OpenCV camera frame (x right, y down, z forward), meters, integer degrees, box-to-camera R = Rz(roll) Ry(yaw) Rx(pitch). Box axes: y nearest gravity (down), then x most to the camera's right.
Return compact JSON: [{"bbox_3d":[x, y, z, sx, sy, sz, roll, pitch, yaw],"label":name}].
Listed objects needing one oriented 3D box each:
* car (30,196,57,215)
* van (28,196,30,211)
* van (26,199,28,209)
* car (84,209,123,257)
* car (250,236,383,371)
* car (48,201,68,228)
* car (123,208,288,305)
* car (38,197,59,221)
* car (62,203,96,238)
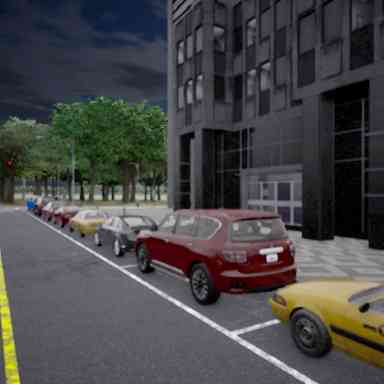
[{"bbox_3d":[-13.720,1.312,31.567,2.192,1.841,5.009,0,0,-31],"label":"car"},{"bbox_3d":[-16.517,1.339,36.230,1.690,1.788,3.998,0,0,-31],"label":"van"},{"bbox_3d":[-19.314,1.340,40.894,1.690,1.788,3.998,0,0,-31],"label":"van"},{"bbox_3d":[-2.532,1.547,12.915,2.008,1.369,4.403,0,0,-31],"label":"car"},{"bbox_3d":[2.974,1.524,3.734,1.752,1.417,4.829,0,0,-31],"label":"car"},{"bbox_3d":[-8.126,1.541,22.241,1.887,1.381,4.507,0,0,-31],"label":"car"},{"bbox_3d":[0.264,1.312,8.252,2.192,1.841,5.009,0,0,-31],"label":"car"},{"bbox_3d":[-10.923,1.436,26.904,1.967,1.590,4.097,0,0,-31],"label":"car"},{"bbox_3d":[-5.416,1.521,17.724,1.752,1.417,4.829,0,0,-31],"label":"car"}]
